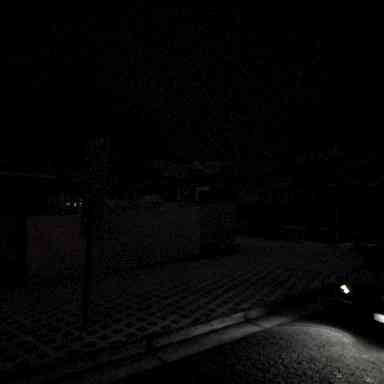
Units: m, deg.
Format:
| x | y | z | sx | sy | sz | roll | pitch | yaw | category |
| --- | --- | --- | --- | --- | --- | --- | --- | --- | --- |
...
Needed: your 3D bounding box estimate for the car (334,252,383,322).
| x | y | z | sx | sy | sz | roll | pitch | yaw | category |
| --- | --- | --- | --- | --- | --- | --- | --- | --- | --- |
| 5.140 | 1.657 | 6.912 | 5.357 | 1.411 | 2.033 | 1 | -1 | -38 | car |
